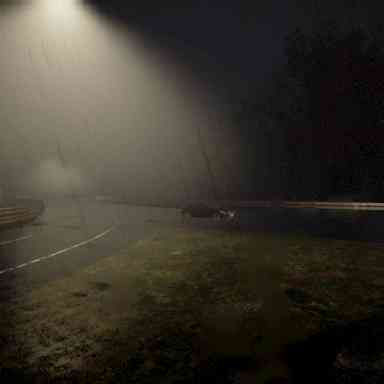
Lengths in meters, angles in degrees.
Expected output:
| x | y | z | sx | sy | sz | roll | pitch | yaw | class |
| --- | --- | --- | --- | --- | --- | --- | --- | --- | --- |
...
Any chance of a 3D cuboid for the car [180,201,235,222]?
| x | y | z | sx | sy | sz | roll | pitch | yaw | class |
| --- | --- | --- | --- | --- | --- | --- | --- | --- | --- |
| 1.168 | 1.489 | 26.319 | 4.674 | 1.442 | 1.812 | 0 | 0 | 38 | car |
